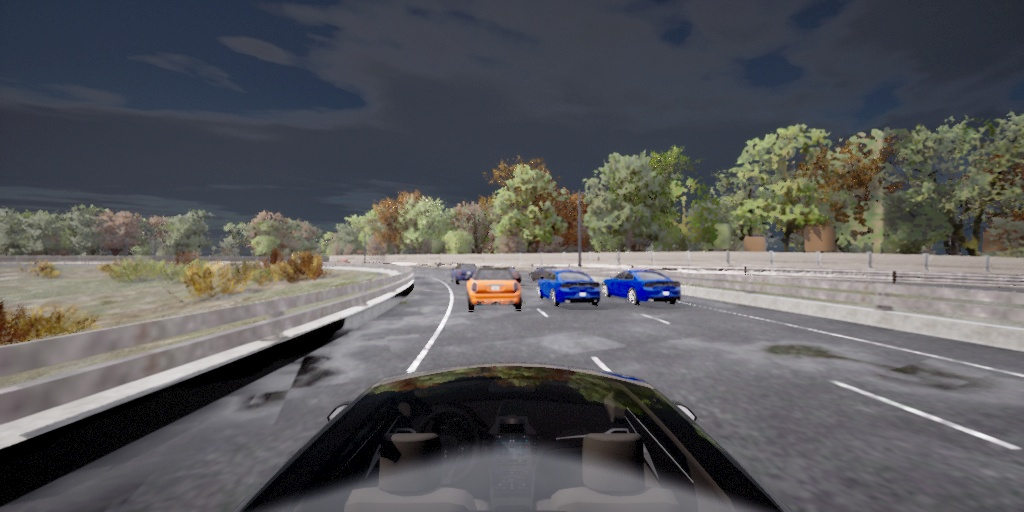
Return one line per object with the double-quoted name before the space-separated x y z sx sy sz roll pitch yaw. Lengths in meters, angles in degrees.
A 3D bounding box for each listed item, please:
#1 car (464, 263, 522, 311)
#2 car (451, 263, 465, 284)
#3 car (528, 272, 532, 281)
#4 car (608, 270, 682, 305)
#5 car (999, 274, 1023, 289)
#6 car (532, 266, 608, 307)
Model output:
"car" -0.892 1.245 15.461 2.097 1.767 4.553 0 -1 -7
"car" -3.969 1.400 30.378 2.097 1.767 4.553 0 -1 -16
"car" 3.052 1.606 31.296 2.033 1.411 5.357 0 -1 -15
"car" 5.948 1.388 17.079 1.882 1.535 5.008 0 0 -8
"car" 44.686 2.037 30.055 4.902 1.511 2.128 3 0 22
"car" 2.474 1.384 16.675 1.882 1.535 5.008 0 0 -8
